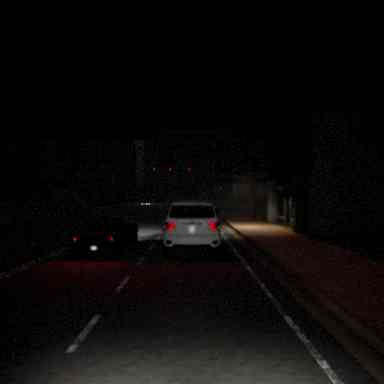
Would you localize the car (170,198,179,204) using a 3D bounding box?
[{"bbox_3d":[-4.632,2.336,87.924,1.994,1.385,4.181,0,-1,0],"label":"car"}]

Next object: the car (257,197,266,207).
[{"bbox_3d":[13.110,1.719,60.851,1.932,1.855,4.605,0,-1,0],"label":"car"}]

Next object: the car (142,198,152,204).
[{"bbox_3d":[-11.620,2.354,86.199,1.994,1.385,4.181,0,-1,0],"label":"car"}]

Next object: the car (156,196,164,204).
[{"bbox_3d":[-8.120,2.027,86.197,2.150,2.045,5.566,0,-1,0],"label":"car"}]

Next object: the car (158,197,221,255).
[{"bbox_3d":[-0.004,1.348,14.023,2.150,2.045,5.566,0,0,0],"label":"car"}]

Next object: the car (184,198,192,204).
[{"bbox_3d":[-1.132,2.335,87.926,1.994,1.385,4.181,0,-1,0],"label":"car"}]

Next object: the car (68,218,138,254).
[{"bbox_3d":[-3.503,1.733,14.103,1.895,1.301,4.718,0,0,0],"label":"car"}]
